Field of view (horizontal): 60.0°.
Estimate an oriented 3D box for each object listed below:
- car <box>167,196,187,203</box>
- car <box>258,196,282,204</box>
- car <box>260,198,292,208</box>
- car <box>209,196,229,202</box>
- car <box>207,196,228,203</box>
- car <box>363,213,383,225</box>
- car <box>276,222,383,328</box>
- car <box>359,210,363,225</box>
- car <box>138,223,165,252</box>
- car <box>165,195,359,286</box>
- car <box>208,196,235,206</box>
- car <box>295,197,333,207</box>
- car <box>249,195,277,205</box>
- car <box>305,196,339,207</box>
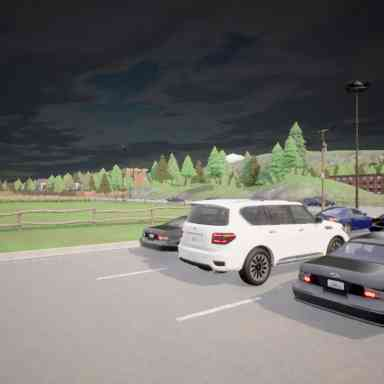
[{"bbox_3d":[-3.214,1.601,69.373,1.895,1.301,4.718,0,0,-36],"label":"car"},{"bbox_3d":[14.680,1.564,62.624,1.994,1.385,4.181,0,0,-36],"label":"car"},{"bbox_3d":[12.191,1.564,48.206,1.994,1.385,4.181,0,0,-36],"label":"car"},{"bbox_3d":[5.935,1.594,74.653,1.895,1.301,4.718,0,0,-36],"label":"car"},{"bbox_3d":[5.325,1.595,69.567,1.895,1.301,4.718,0,0,-36],"label":"car"},{"bbox_3d":[10.306,1.478,15.469,5.008,1.535,1.882,0,0,-35],"label":"car"},{"bbox_3d":[4.357,1.547,6.871,5.357,1.411,2.033,0,0,-36],"label":"car"},{"bbox_3d":[8.442,1.526,18.431,4.674,1.442,1.812,0,0,-36],"label":"car"},{"bbox_3d":[0.660,1.547,12.834,5.357,1.411,2.033,0,0,-36],"label":"car"},{"bbox_3d":[2.240,1.221,9.662,5.566,2.045,2.150,0,0,-35],"label":"car"},{"bbox_3d":[5.121,1.478,57.861,1.882,1.535,5.008,0,0,-36],"label":"car"},{"bbox_3d":[18.703,1.547,51.164,2.033,1.411,5.357,0,0,-36],"label":"car"},{"bbox_3d":[12.670,1.352,59.415,2.097,1.767,4.553,0,0,-36],"label":"car"},{"bbox_3d":[20.971,1.505,53.996,1.837,1.490,4.892,0,0,-36],"label":"car"}]
